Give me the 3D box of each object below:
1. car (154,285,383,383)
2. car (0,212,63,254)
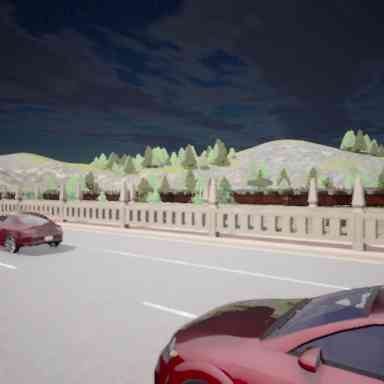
[{"bbox_3d":[1.674,1.566,2.826,4.181,1.385,1.994,0,0,36],"label":"car"},{"bbox_3d":[-7.125,1.545,13.621,4.674,1.442,1.812,0,0,37],"label":"car"}]
